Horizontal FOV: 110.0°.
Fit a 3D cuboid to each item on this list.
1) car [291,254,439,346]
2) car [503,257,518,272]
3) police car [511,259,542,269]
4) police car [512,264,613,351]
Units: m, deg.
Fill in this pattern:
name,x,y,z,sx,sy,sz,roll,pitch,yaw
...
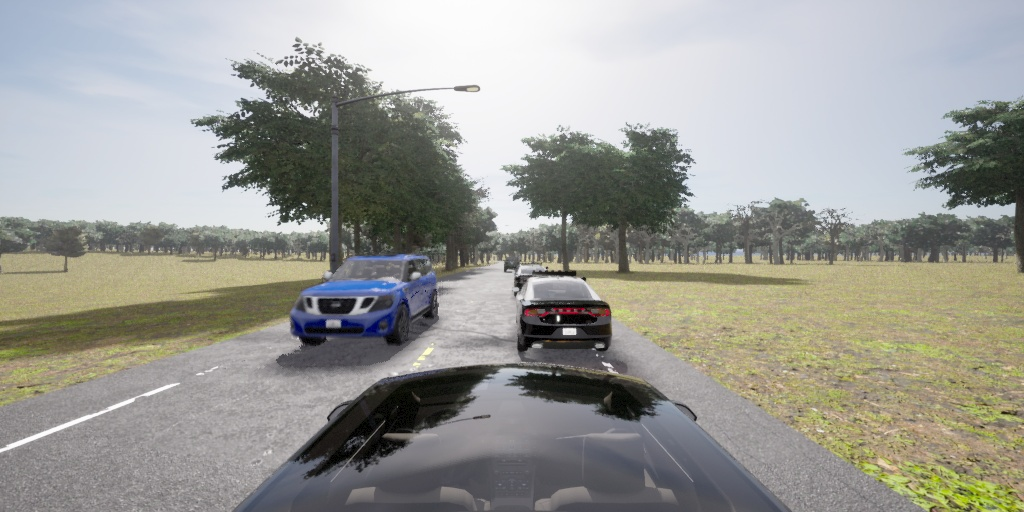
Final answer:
name,x,y,z,sx,sy,sz,roll,pitch,yaw
car,-3.501,0.969,9.789,2.150,2.045,5.566,0,0,0
car,0.014,1.106,48.479,2.150,2.045,5.566,0,-1,0
police car,1.043,1.173,19.119,1.930,1.638,5.238,0,0,0
police car,1.047,1.173,9.117,1.930,1.638,5.238,0,0,0
